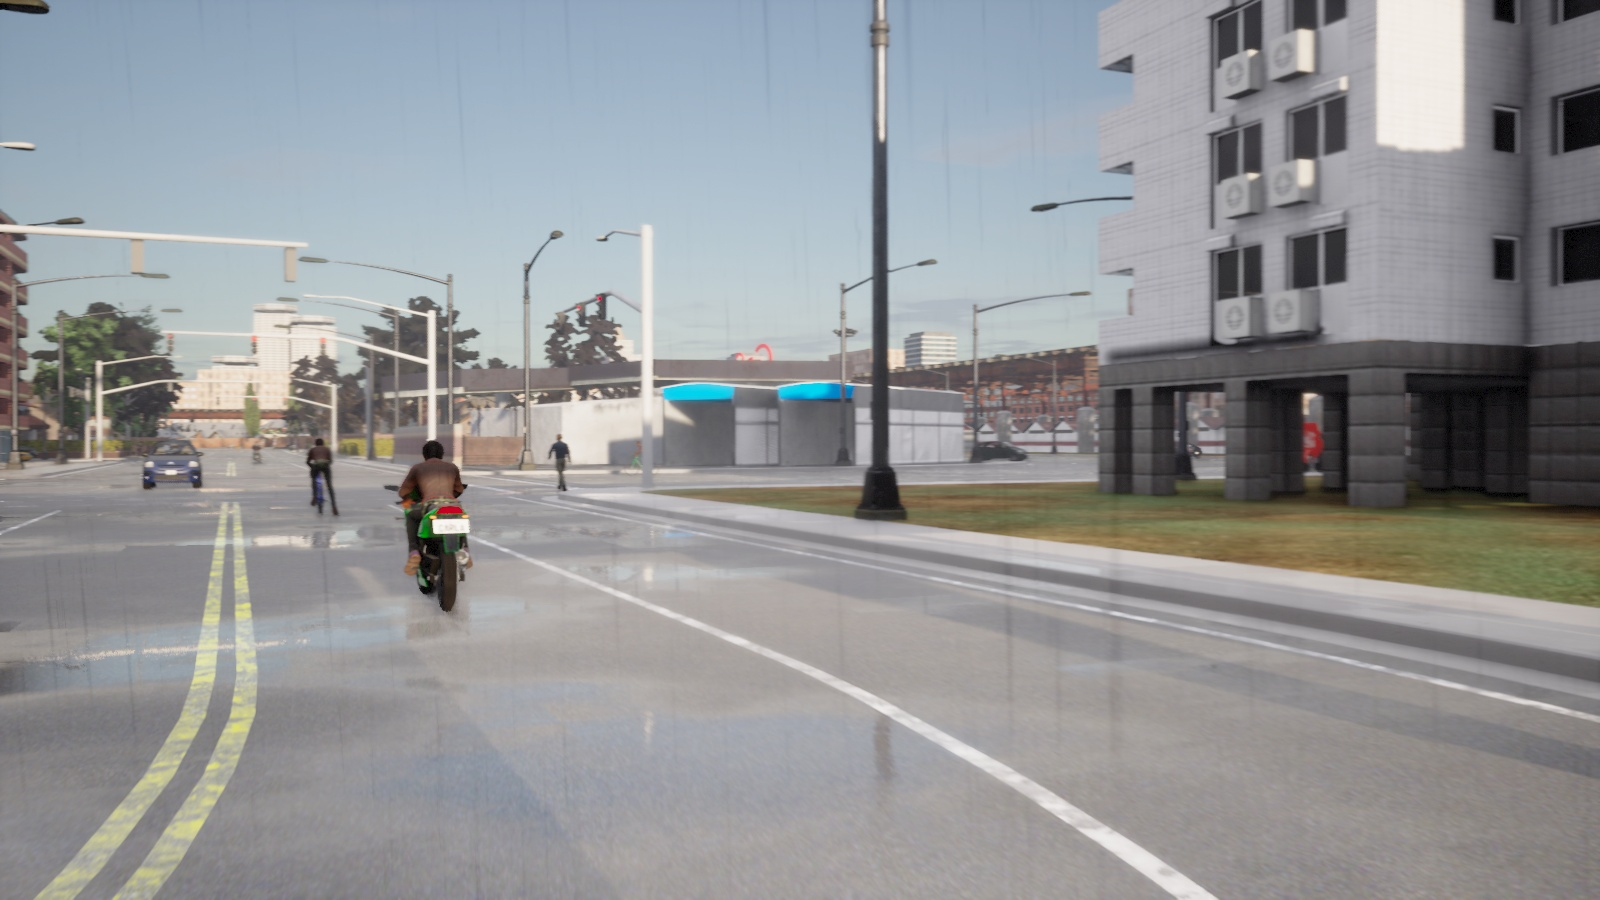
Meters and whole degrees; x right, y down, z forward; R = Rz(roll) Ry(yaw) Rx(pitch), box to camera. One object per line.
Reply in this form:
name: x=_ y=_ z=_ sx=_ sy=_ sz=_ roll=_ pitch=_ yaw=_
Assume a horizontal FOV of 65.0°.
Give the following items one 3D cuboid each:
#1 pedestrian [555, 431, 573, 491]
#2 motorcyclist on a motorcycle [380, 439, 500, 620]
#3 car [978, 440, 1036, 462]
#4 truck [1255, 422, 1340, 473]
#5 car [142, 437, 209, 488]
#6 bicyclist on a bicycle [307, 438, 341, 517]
pedestrian: x=-7.294 y=0.320 z=38.837 sx=0.370 sy=1.835 sz=0.726 roll=0 pitch=0 yaw=-26
motorcyclist on a motorcycle: x=-3.375 y=0.666 z=11.656 sx=0.797 sy=1.523 sz=2.044 roll=0 pitch=0 yaw=-24
car: x=15.752 y=0.089 z=95.698 sx=3.988 sy=1.617 sz=1.851 roll=0 pitch=0 yaw=30
truck: x=25.403 y=-0.126 z=64.030 sx=2.627 sy=2.467 sz=5.204 roll=0 pitch=0 yaw=39
car: x=-20.876 y=0.390 z=42.118 sx=1.851 sy=1.617 sz=3.988 roll=0 pitch=0 yaw=-24
bicyclist on a bicycle: x=-10.032 y=0.559 z=26.447 sx=0.582 sy=1.620 sz=1.656 roll=0 pitch=0 yaw=-24
